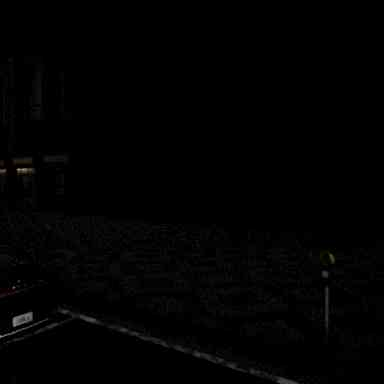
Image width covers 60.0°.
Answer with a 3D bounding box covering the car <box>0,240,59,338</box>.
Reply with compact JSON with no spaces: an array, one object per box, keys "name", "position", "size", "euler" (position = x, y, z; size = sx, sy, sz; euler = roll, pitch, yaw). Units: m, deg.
[{"name":"car","position":[-4.109,1.463,5.653],"size":[4.403,1.369,2.008],"euler":[0,1,33]}]
